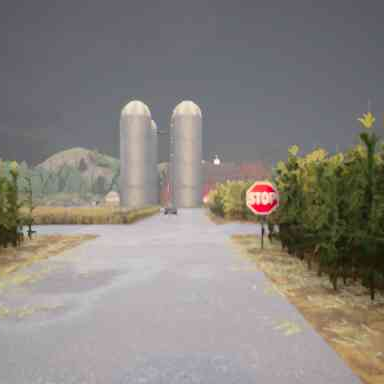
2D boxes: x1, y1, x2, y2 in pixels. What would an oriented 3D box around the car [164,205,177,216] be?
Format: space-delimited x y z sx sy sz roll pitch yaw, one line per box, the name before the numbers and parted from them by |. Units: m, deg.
car | -3.105 2.679 48.918 2.033 1.411 5.357 0 -1 0
